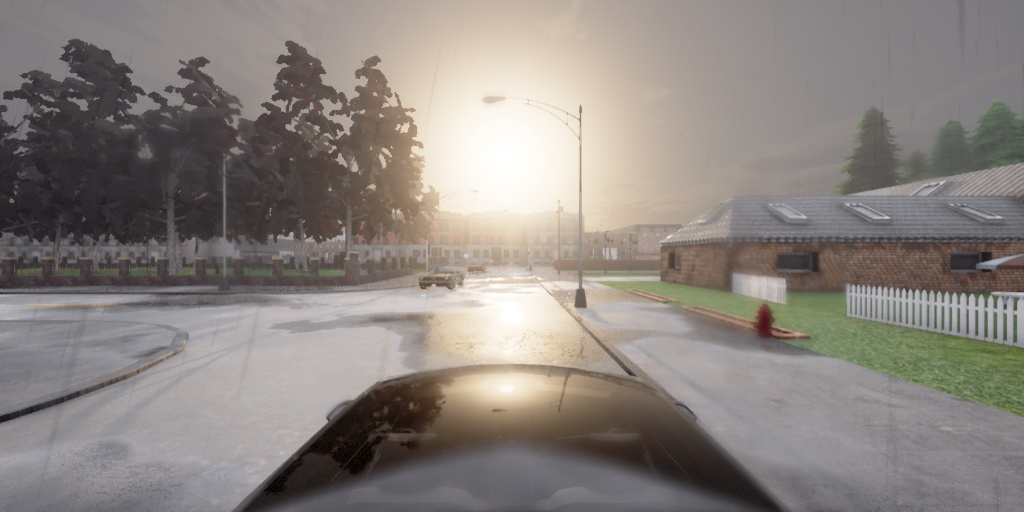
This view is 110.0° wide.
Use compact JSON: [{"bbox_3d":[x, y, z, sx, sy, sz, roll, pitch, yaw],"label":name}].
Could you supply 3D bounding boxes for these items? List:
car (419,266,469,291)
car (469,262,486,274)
[{"bbox_3d":[-4.239,1.347,22.316,1.895,1.301,4.718,0,0,4],"label":"car"},{"bbox_3d":[-4.091,1.343,42.017,1.895,1.301,4.718,0,0,0],"label":"car"}]
